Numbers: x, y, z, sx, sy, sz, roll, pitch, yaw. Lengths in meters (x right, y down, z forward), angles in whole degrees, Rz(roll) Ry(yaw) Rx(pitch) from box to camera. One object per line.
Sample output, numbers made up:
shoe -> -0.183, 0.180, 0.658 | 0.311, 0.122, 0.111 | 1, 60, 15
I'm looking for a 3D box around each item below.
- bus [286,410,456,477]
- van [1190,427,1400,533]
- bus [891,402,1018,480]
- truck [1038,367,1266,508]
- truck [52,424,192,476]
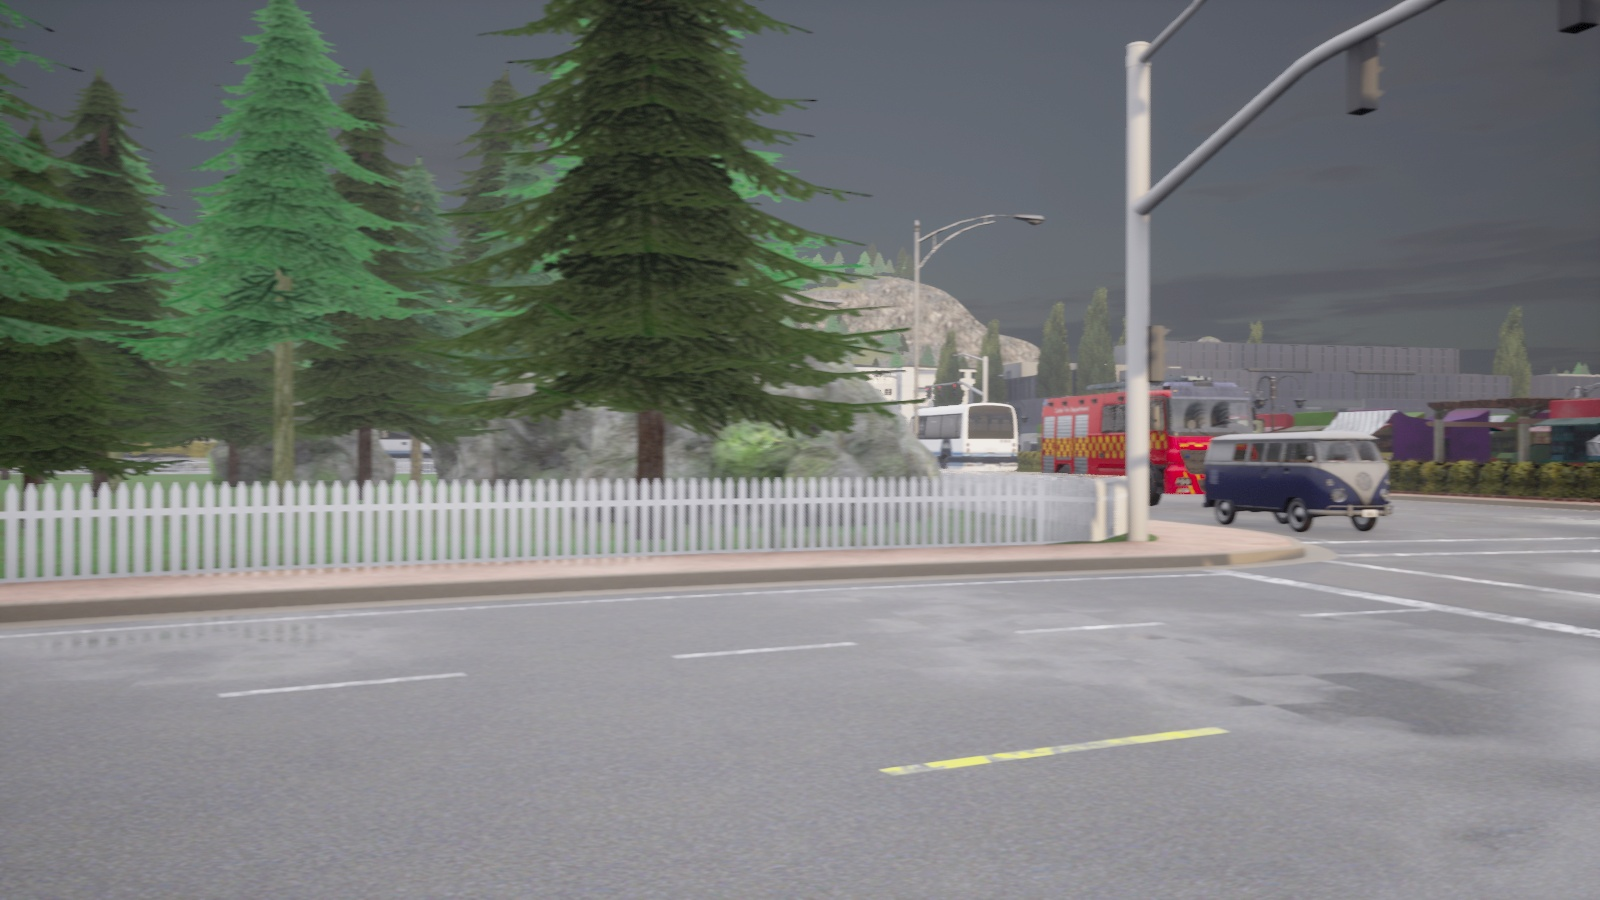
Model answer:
bus -> -28.061, -0.421, 82.713 | 10.273, 4.253, 3.944 | 0, 0, -13
van -> 10.063, 0.575, 25.942 | 1.775, 1.987, 4.442 | 0, 0, -14
bus -> 8.823, -0.486, 73.520 | 3.944, 4.253, 10.273 | 0, 0, -14
truck -> 10.471, -0.325, 38.563 | 2.891, 3.827, 8.468 | 0, 0, -14
truck -> -46.176, 0.003, 85.777 | 7.936, 3.462, 2.891 | 0, 0, -13
